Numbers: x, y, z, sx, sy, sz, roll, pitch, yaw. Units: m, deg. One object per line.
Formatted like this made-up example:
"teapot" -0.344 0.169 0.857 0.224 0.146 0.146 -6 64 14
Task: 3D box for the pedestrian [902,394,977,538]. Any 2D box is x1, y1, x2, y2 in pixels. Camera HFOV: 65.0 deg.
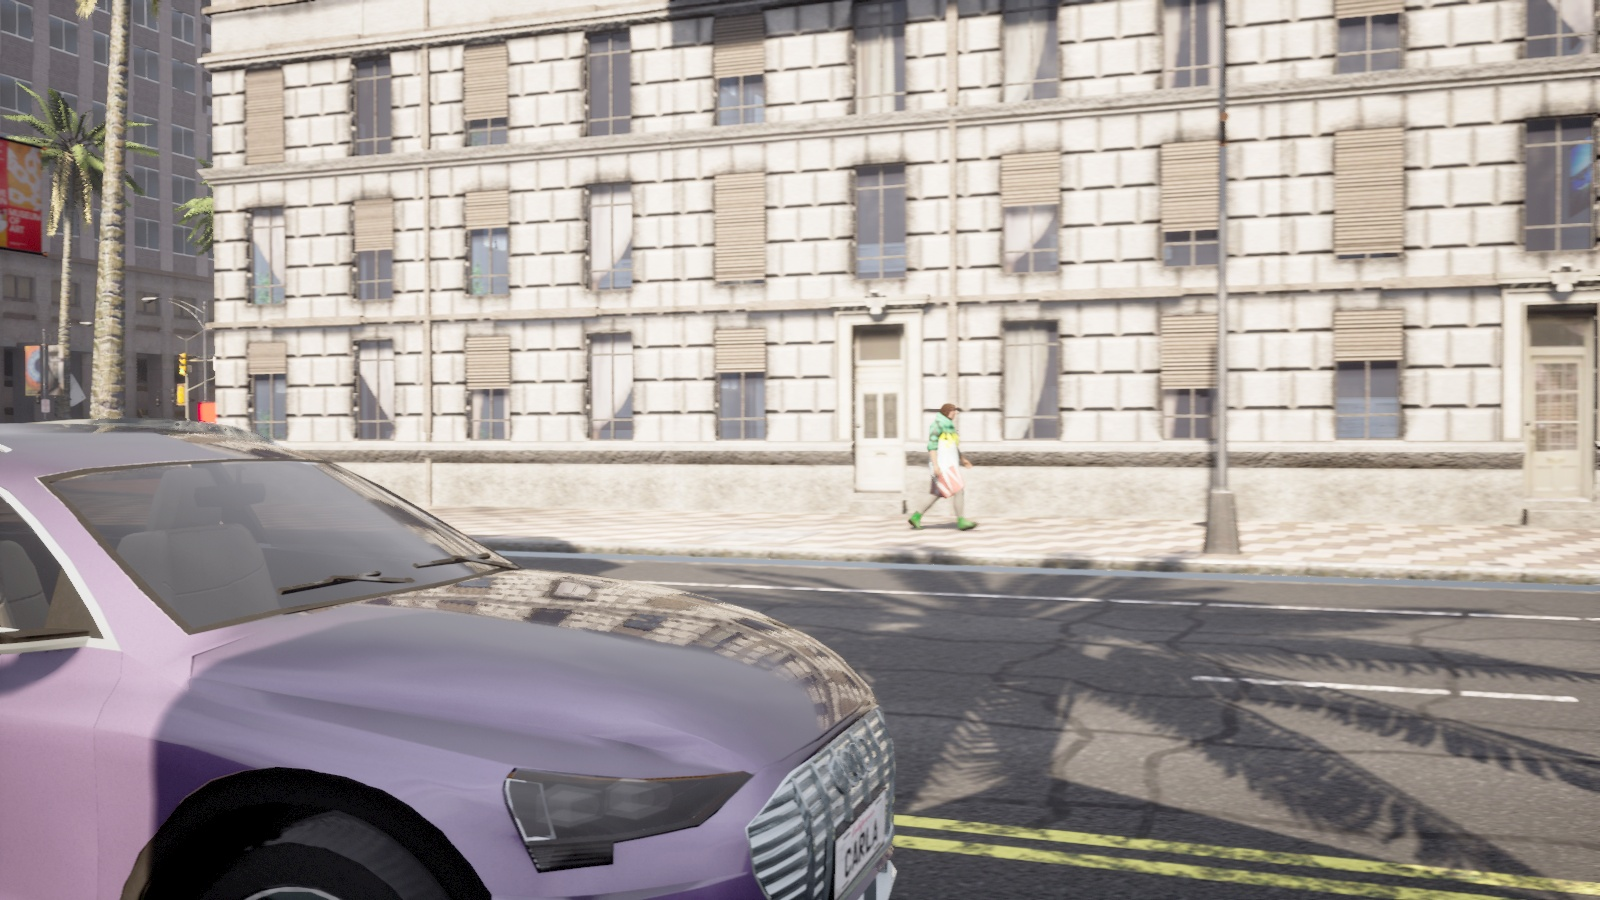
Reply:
"pedestrian" 1.949 0.208 17.514 0.873 1.952 0.659 1 1 23

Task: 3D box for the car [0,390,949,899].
"car" -2.142 0.684 3.913 4.856 1.649 2.033 1 1 19
